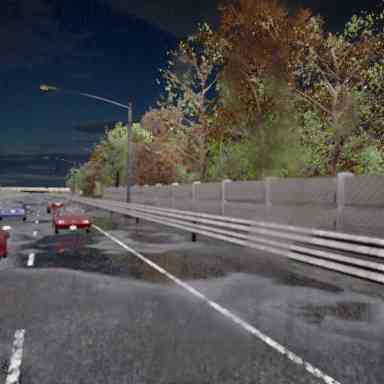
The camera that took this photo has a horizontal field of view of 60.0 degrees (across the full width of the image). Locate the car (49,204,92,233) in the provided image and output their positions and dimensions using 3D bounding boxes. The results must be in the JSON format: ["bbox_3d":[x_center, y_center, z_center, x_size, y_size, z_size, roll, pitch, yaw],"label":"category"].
[{"bbox_3d":[-7.109,1.587,19.476,1.895,1.301,4.718,1,0,-24],"label":"car"}]

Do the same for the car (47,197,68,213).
[{"bbox_3d":[-14.794,1.315,36.568,2.097,1.767,4.553,1,0,-24],"label":"car"}]

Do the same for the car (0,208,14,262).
[{"bbox_3d":[-6.382,1.428,9.409,1.882,1.535,5.008,1,0,-24],"label":"car"}]

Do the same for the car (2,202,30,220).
[{"bbox_3d":[-14.130,1.466,26.614,2.033,1.411,5.357,1,0,-24],"label":"car"}]
